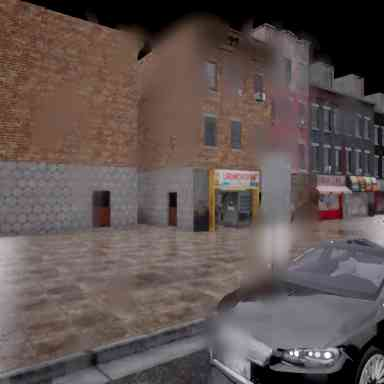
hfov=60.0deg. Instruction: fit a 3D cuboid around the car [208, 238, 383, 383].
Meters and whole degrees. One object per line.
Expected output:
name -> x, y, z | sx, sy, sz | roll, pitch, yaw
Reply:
car -> 2.453, 1.492, 4.832 | 4.902, 1.511, 2.128 | 0, 0, -36
